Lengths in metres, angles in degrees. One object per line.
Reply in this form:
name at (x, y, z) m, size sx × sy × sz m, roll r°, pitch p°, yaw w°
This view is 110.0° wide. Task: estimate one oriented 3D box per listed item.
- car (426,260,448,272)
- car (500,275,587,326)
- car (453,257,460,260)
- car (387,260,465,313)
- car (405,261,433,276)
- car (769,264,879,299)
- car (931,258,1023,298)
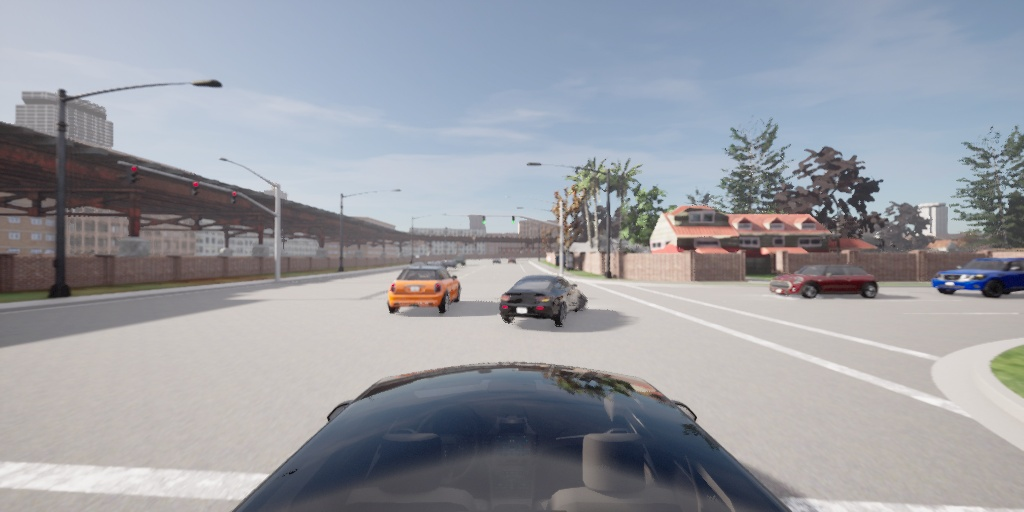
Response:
car at (-10.533, 1.369, 50.784) m, size 2.128 × 1.511 × 4.902 m, roll 0°, pitch 0°, yaw 1°
car at (1.129, 1.346, 12.038) m, size 1.812 × 1.442 × 4.674 m, roll -1°, pitch -1°, yaw 22°
car at (-10.497, 1.359, 60.742) m, size 1.994 × 1.385 × 4.181 m, roll 0°, pitch 1°, yaw 0°
car at (-3.400, 1.192, 14.689) m, size 2.097 × 1.767 × 4.553 m, roll 0°, pitch 0°, yaw 0°
car at (-10.587, 1.394, 41.278) m, size 1.882 × 1.535 × 5.008 m, roll 0°, pitch 0°, yaw 0°
car at (16.085, 1.233, 18.696) m, size 4.553 × 1.767 × 2.097 m, roll 0°, pitch 0°, yaw -1°
car at (25.770, 1.104, 18.948) m, size 5.566 × 2.045 × 2.150 m, roll 0°, pitch 0°, yaw -2°
